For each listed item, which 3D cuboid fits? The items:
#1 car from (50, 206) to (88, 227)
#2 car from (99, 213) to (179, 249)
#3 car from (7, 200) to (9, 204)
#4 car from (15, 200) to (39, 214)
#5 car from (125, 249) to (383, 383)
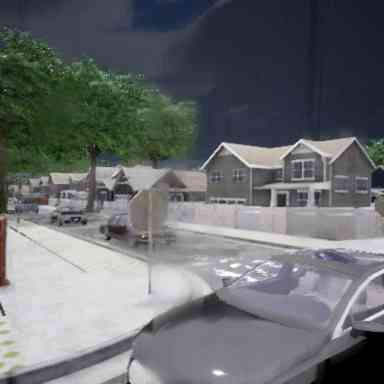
[{"bbox_3d":[-9.368,1.795,25.188,1.994,1.385,4.181,1,-1,-35],"label":"car"},{"bbox_3d":[-2.762,1.710,15.926,2.033,1.411,5.357,1,-1,-36],"label":"car"},{"bbox_3d":[-46.620,2.298,82.228,1.895,1.301,4.718,1,-1,-36],"label":"car"},{"bbox_3d":[-19.774,1.698,39.836,2.097,1.767,4.553,1,-1,-35],"label":"car"},{"bbox_3d":[1.598,1.542,4.096,4.902,1.511,2.128,1,-1,-36],"label":"car"}]
